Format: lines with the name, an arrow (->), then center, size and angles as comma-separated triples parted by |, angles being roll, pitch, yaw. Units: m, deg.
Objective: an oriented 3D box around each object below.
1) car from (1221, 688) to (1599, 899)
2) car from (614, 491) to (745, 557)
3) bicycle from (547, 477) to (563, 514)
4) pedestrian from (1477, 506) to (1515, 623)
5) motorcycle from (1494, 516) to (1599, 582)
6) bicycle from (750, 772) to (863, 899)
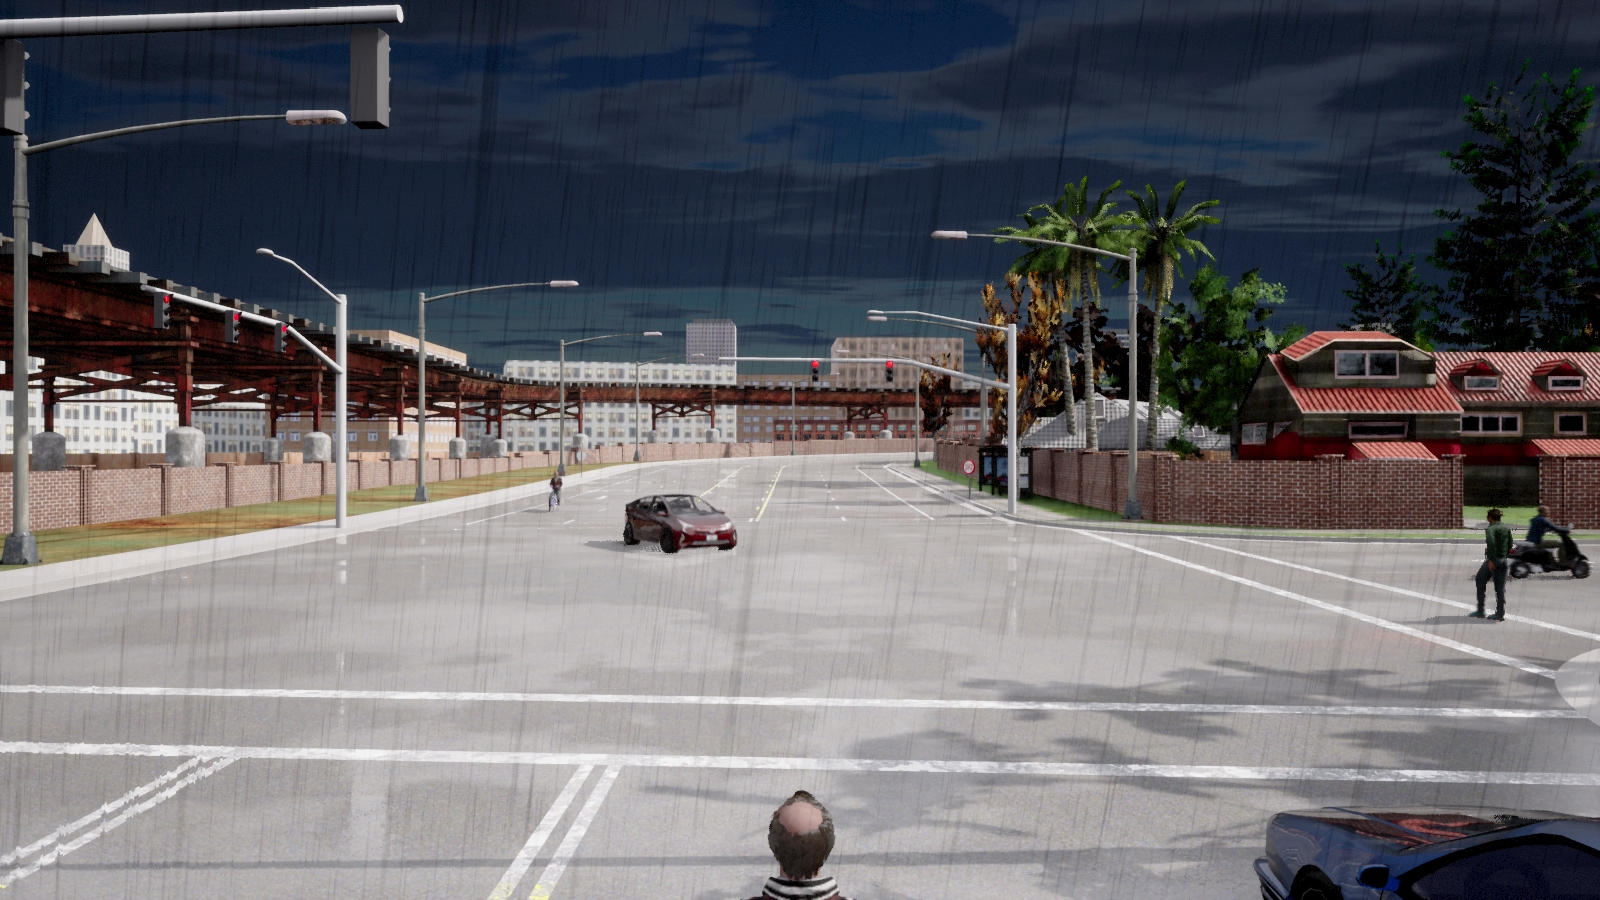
car -> 3.467, 2.106, 4.038 | 2.033, 1.411, 5.357 | 0, 0, 1
car -> -3.487, 2.019, 32.282 | 2.007, 1.525, 4.514 | 0, 0, -31
bicycle -> -10.519, 1.934, 49.109 | 0.329, 1.496, 1.835 | 0, 0, 0
pedestrian -> 11.337, 1.848, 18.618 | 0.375, 1.860, 0.375 | 0, 0, -16
motorcycle -> 16.202, 2.137, 24.755 | 1.805, 1.341, 0.856 | 0, 0, 1
bicycle -> 0.019, 2.048, 3.681 | 0.329, 1.496, 1.835 | 0, 0, 0
